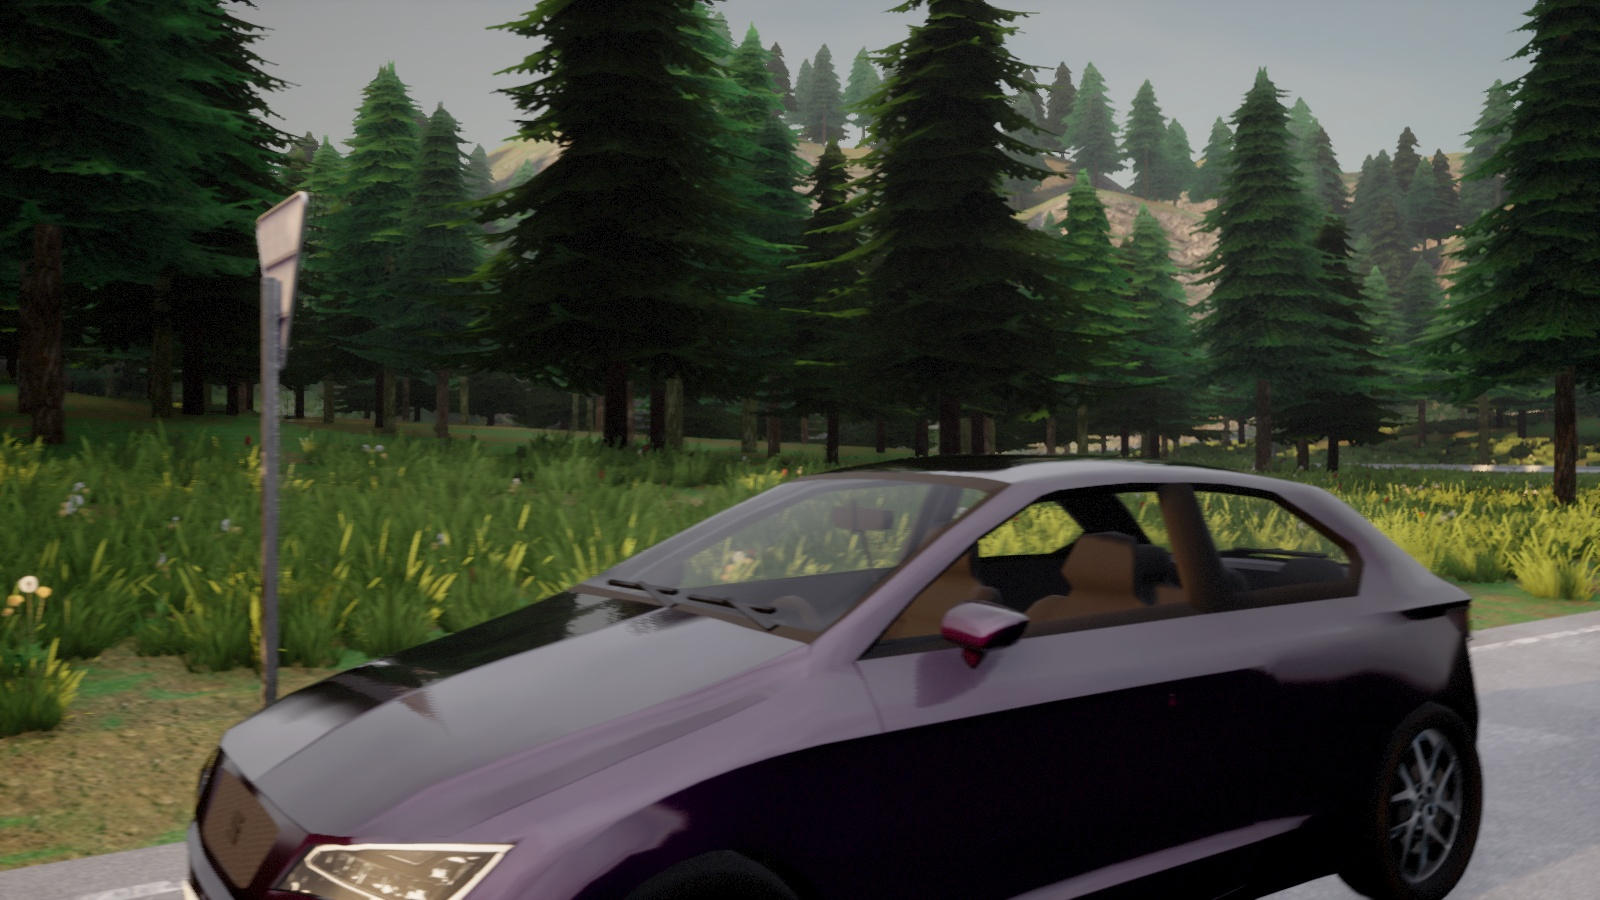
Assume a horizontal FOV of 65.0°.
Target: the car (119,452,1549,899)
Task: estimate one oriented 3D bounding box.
[{"bbox_3d":[0.367,0.755,3.915,4.193,1.474,1.816,0,0,-35],"label":"car"}]
